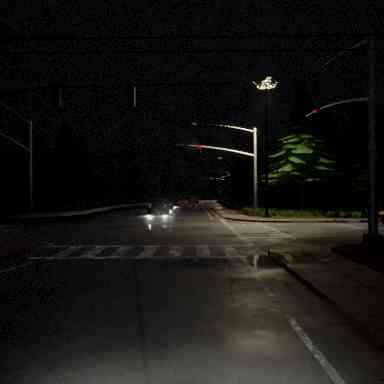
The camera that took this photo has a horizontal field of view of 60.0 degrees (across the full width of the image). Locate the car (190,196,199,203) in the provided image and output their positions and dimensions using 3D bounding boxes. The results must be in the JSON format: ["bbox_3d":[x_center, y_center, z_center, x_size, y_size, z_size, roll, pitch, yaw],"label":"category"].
[{"bbox_3d":[0.631,1.629,75.652,1.837,1.490,4.892,0,0,2],"label":"car"}]

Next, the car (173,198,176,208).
[{"bbox_3d":[-3.601,1.642,46.605,1.837,1.490,4.892,0,0,0],"label":"car"}]

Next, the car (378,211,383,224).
[{"bbox_3d":[14.980,1.485,22.023,5.008,1.535,1.882,0,0,1],"label":"car"}]

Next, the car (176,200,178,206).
[{"bbox_3d":[-3.512,1.726,56.685,1.994,1.385,4.181,0,0,1],"label":"car"}]

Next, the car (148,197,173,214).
[{"bbox_3d":[-3.615,1.465,36.735,2.097,1.767,4.553,0,0,0],"label":"car"}]

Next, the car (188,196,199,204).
[{"bbox_3d":[0.312,1.689,65.344,1.812,1.442,4.674,0,0,2],"label":"car"}]
